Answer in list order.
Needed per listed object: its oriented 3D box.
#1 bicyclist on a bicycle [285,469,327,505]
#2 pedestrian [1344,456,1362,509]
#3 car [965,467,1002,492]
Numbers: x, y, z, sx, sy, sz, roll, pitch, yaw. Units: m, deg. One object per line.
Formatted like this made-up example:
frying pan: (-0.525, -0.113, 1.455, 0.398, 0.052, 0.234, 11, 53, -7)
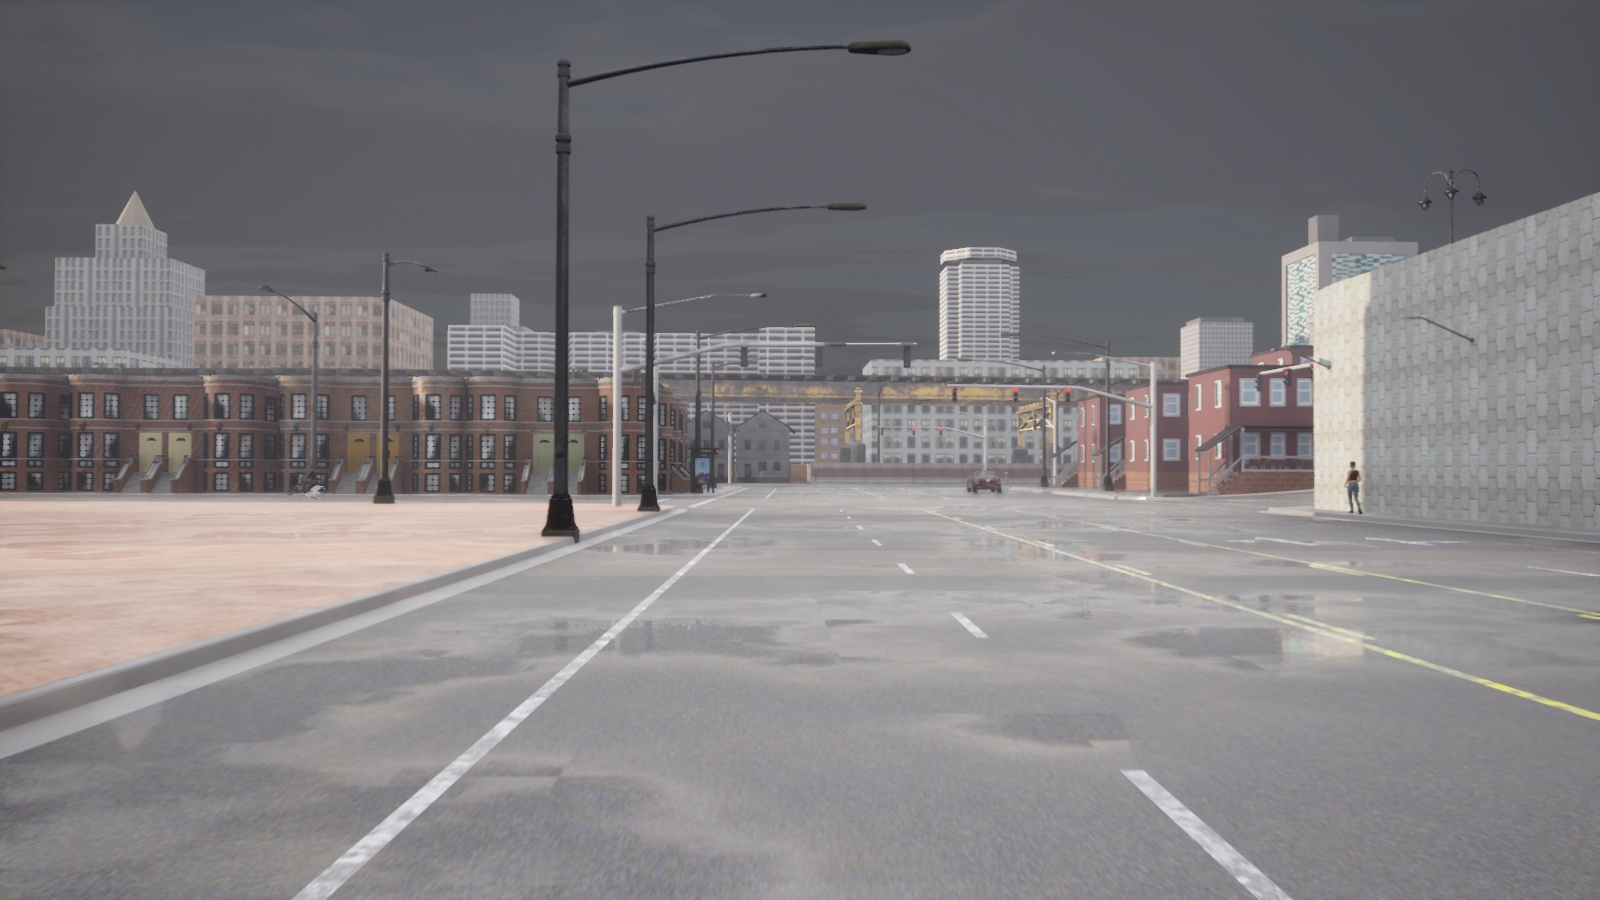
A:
bicyclist on a bicycle: (-24.776, 1.840, 63.038, 1.843, 1.776, 0.659, 0, -1, 0)
pedestrian: (19.176, 1.122, 43.532, 0.345, 1.836, 0.594, 0, -1, 0)
car: (13.771, 2.197, 94.290, 2.097, 1.767, 4.553, 0, -1, 0)
